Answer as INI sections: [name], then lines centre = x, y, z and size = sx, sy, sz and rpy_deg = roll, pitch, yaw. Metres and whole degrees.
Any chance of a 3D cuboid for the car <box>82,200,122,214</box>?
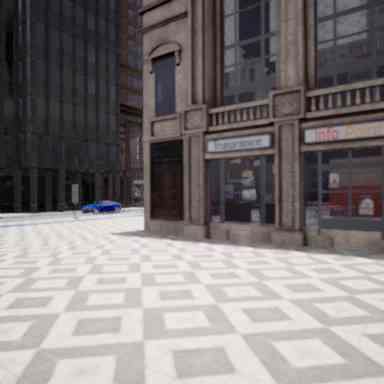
[car]
centre = -10.507, 1.739, 38.921
size = 1.882, 1.535, 5.008
rpy_deg = -1, 0, 36
